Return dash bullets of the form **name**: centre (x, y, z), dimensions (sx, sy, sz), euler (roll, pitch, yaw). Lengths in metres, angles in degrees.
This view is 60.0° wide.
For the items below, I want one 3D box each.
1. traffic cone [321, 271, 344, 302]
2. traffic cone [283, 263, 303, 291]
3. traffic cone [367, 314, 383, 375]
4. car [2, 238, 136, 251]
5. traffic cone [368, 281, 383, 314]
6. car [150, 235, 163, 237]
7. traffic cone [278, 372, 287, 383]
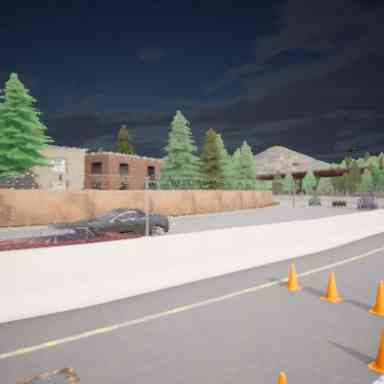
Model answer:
- **traffic cone**: centre (2.951, 1.965, 7.013), dimensions (0.340, 0.580, 0.340), euler (0, 0, -35)
- **traffic cone**: centre (2.374, 1.971, 7.830), dimensions (0.340, 0.580, 0.340), euler (0, 0, -35)
- **traffic cone**: centre (2.471, 1.958, 4.226), dimensions (0.340, 0.580, 0.340), euler (0, 0, -35)
- **car**: centre (-4.203, 1.662, 10.265), dimensions (4.718, 1.301, 1.895), euler (0, 0, -38)
- **traffic cone**: centre (3.528, 1.959, 6.196), dimensions (0.340, 0.580, 0.340), euler (0, 0, -35)
- **car**: centre (-3.265, 1.565, 15.559), dimensions (4.902, 1.511, 2.128), euler (0, 0, -41)
- **traffic cone**: centre (0.837, 1.963, 3.072), dimensions (0.340, 0.580, 0.340), euler (0, 0, -35)
